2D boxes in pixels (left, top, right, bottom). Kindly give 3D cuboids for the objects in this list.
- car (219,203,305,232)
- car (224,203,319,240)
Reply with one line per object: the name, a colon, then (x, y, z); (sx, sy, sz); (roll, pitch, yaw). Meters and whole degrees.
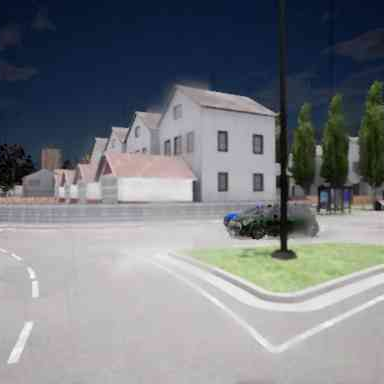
car: (4.406, 1.550, 20.882); (5.008, 1.535, 1.882); (0, 0, -20)
car: (4.152, 1.409, 17.176); (4.553, 1.767, 2.097); (0, 0, -19)
